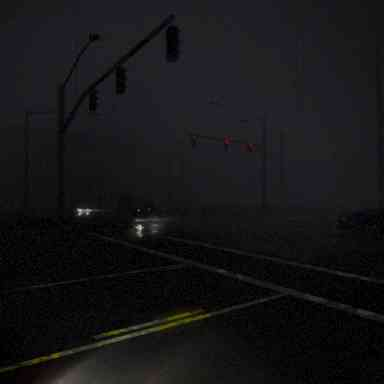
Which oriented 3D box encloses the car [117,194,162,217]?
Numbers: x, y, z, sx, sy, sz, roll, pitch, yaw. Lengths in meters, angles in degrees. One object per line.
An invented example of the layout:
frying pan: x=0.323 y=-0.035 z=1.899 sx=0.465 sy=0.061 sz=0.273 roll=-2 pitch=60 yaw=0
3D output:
car: x=-5.453 y=1.222 z=32.336 sx=2.150 sy=2.045 sz=5.566 roll=0 pitch=0 yaw=-35

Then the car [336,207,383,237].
car: x=9.666 y=1.493 z=16.388 sx=4.674 sy=1.442 sz=1.812 roll=0 pitch=1 yaw=27

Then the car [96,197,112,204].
car: x=-16.505 y=1.601 z=62.713 sx=1.895 sy=1.301 sz=4.718 roll=0 pitch=0 yaw=3

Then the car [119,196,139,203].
car: x=-13.677 y=1.524 z=72.541 sx=1.812 sy=1.442 sz=4.674 roll=0 pitch=0 yaw=30

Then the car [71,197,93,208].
car: x=-15.750 y=1.493 z=46.970 sx=2.128 sy=1.511 sz=4.902 roll=0 pitch=0 yaw=-32

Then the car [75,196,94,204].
car: x=-20.220 y=1.565 z=62.554 sx=1.994 sy=1.385 sz=4.181 roll=0 pitch=0 yaw=4
